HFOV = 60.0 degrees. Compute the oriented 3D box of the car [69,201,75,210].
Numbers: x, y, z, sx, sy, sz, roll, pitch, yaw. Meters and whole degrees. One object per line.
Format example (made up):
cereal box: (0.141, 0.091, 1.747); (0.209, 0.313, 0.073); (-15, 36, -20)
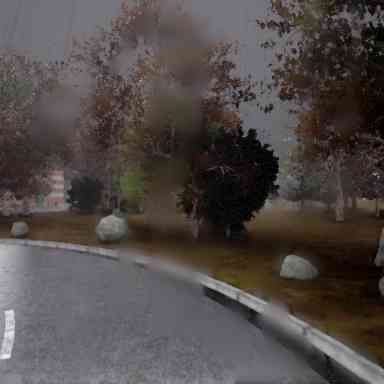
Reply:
car: (-18.994, 2.205, 55.756); (1.837, 1.490, 4.892); (0, -1, 3)
